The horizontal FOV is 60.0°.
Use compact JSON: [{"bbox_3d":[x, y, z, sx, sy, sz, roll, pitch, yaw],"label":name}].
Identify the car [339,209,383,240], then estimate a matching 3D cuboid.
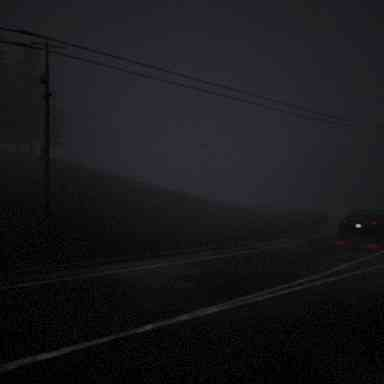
[{"bbox_3d":[9.155,1.579,17.437,1.994,1.385,4.181,0,0,37],"label":"car"}]
